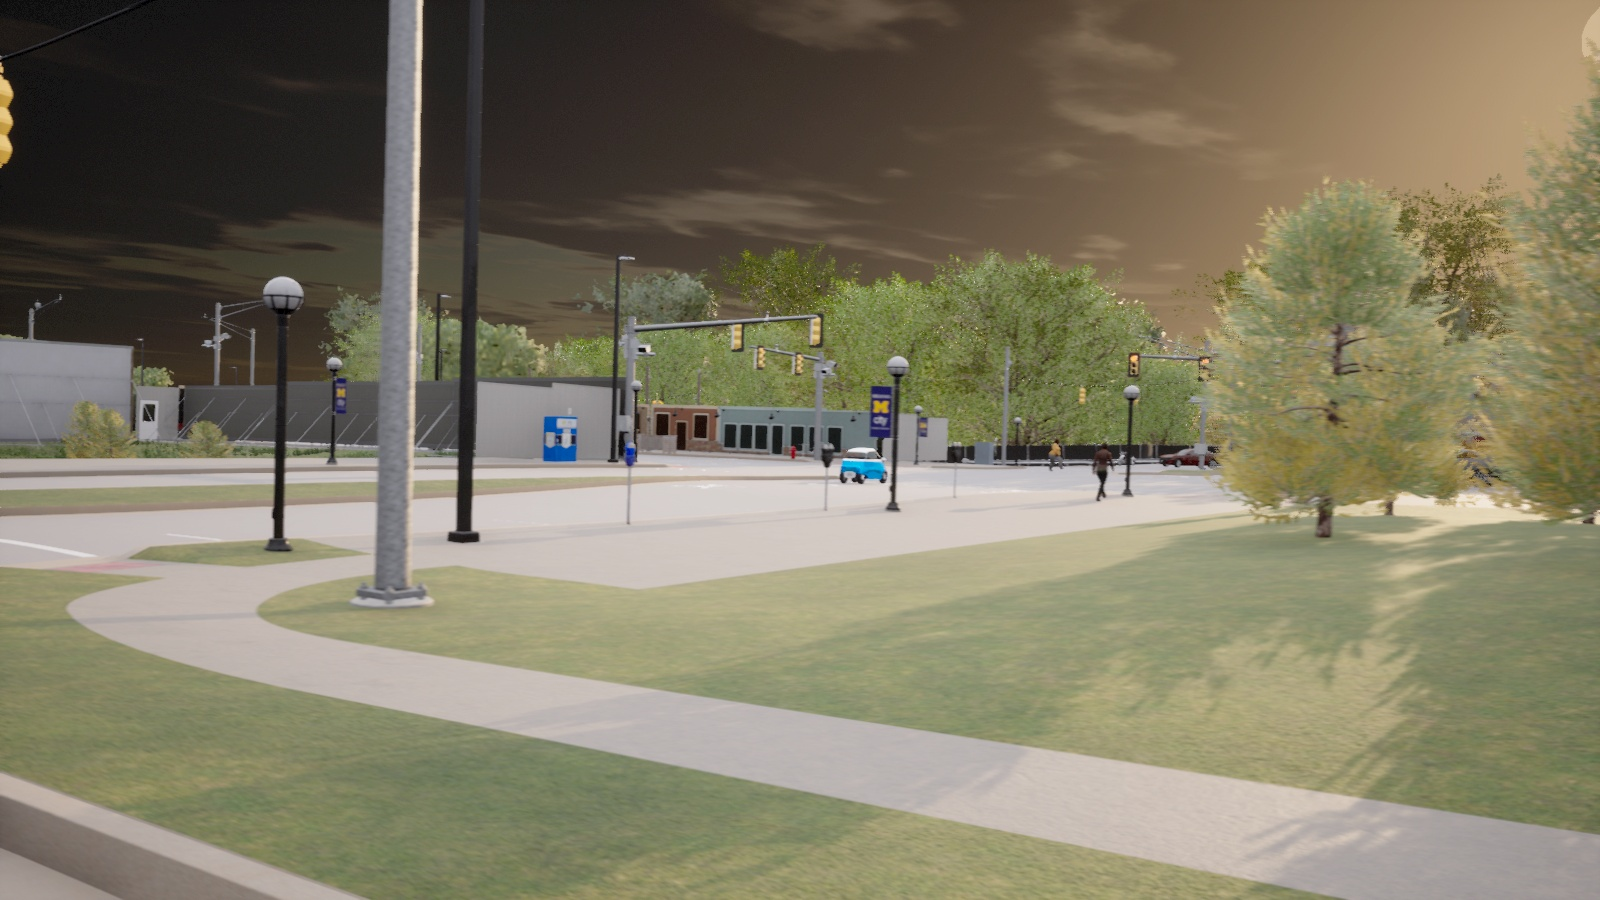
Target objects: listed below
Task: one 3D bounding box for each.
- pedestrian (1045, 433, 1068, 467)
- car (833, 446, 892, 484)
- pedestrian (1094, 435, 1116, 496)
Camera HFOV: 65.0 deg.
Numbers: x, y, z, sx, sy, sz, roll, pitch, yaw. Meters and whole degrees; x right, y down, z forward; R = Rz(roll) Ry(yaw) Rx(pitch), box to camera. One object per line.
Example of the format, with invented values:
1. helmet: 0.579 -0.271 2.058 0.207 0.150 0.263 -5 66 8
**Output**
1. pedestrian: 14.208 0.013 69.473 0.900 1.855 0.874 2 2 41
2. car: 2.423 0.558 48.391 1.481 1.376 2.207 1 1 27
3. pedestrian: 9.135 0.455 37.659 0.328 1.805 0.869 2 2 33
